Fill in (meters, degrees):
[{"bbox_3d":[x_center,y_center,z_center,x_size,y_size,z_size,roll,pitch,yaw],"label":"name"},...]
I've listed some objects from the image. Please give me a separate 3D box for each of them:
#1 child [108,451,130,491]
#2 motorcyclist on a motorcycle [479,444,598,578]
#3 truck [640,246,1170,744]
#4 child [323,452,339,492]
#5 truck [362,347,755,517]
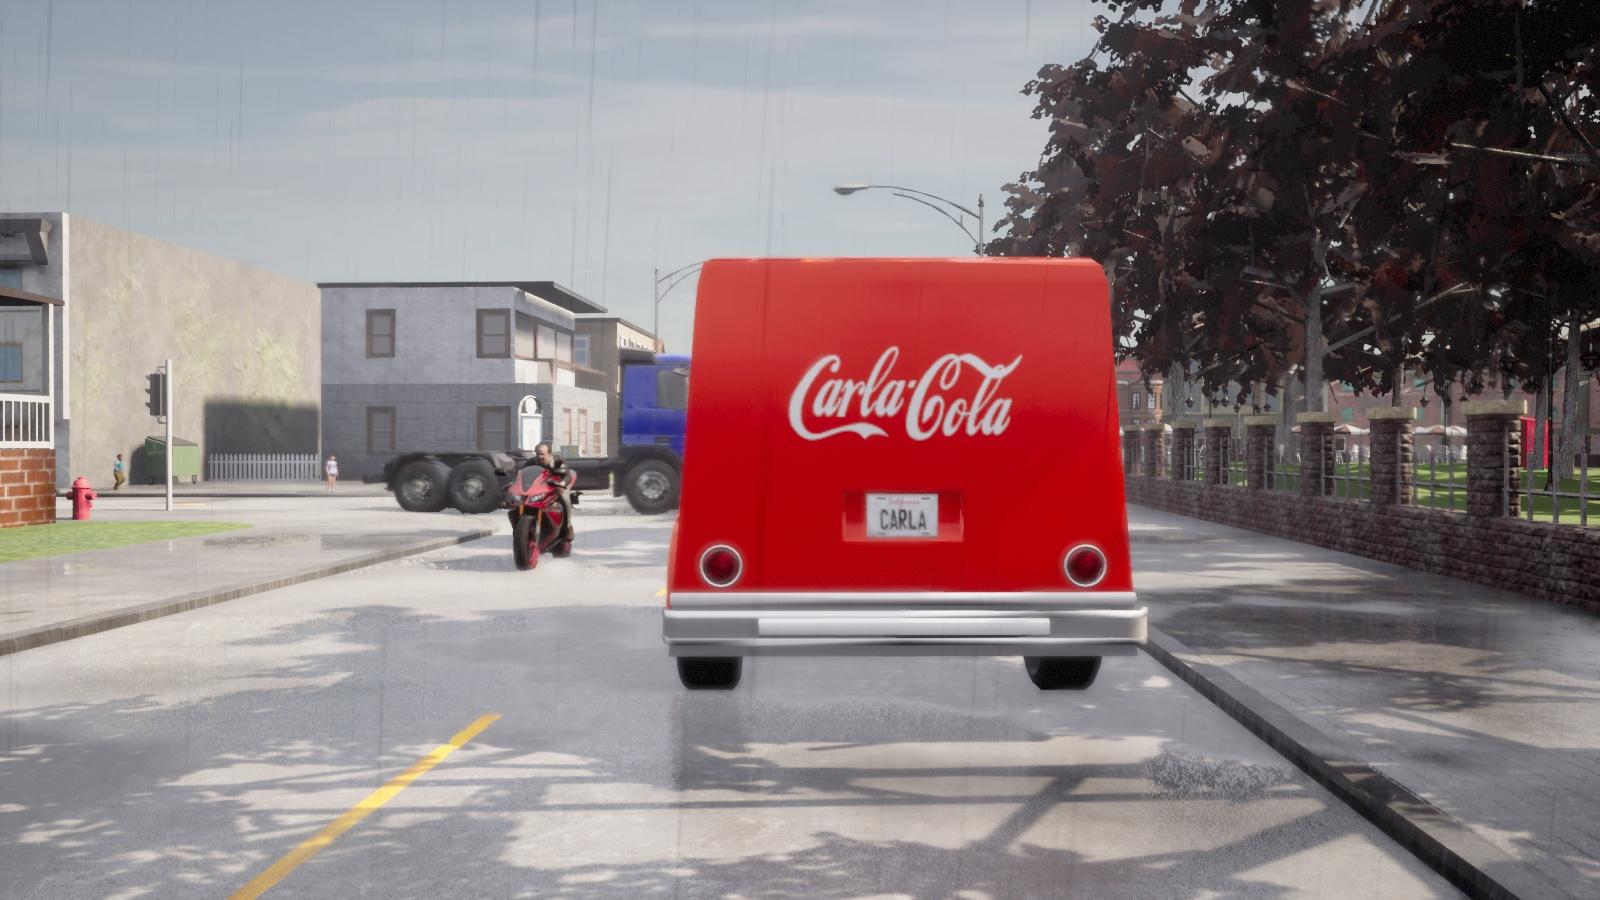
[{"bbox_3d":[-19.956,0.612,36.824,0.448,1.192,0.343,0,0,9],"label":"child"},{"bbox_3d":[-3.168,0.692,15.463,0.866,1.530,2.191,0,0,4],"label":"motorcyclist on a motorcycle"},{"bbox_3d":[0.519,0.210,8.828,2.627,2.467,5.204,0,0,0],"label":"truck"},{"bbox_3d":[-13.211,0.626,35.382,0.394,1.110,0.255,0,0,36],"label":"child"},{"bbox_3d":[-5.130,-0.395,27.458,7.936,3.462,2.891,0,1,7],"label":"truck"}]
